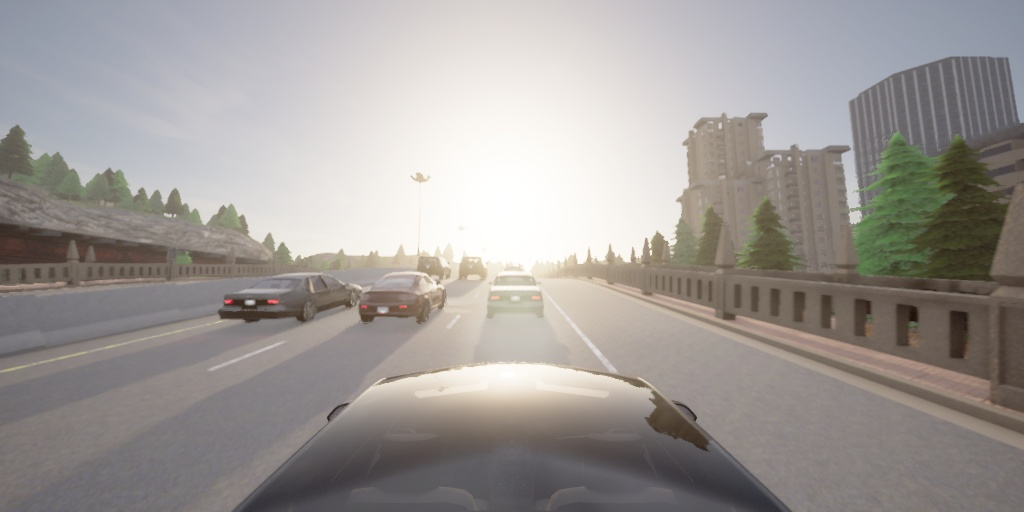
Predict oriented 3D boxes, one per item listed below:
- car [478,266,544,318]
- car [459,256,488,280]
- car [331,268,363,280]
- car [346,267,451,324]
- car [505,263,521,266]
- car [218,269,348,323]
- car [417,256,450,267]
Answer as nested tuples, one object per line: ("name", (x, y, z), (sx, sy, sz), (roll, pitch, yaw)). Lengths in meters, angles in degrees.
("car", (0.101, 1.261, 12.835), (2.033, 1.411, 5.357), (0, 0, 0))
("car", (-3.399, 1.079, 32.059), (2.150, 2.045, 5.566), (0, -2, 0))
("car", (-21.081, 2.327, 45.953), (1.895, 1.301, 4.718), (0, -5, 0))
("car", (-3.412, 1.243, 11.770), (1.812, 1.442, 4.674), (0, 0, 0))
("car", (0.101, 1.386, 32.999), (2.128, 1.511, 4.902), (0, -2, 0))
("car", (-6.899, 1.264, 11.955), (2.033, 1.411, 5.357), (0, 0, 0))
("car", (-6.899, 1.079, 32.041), (2.150, 2.045, 5.566), (0, -2, 0))
